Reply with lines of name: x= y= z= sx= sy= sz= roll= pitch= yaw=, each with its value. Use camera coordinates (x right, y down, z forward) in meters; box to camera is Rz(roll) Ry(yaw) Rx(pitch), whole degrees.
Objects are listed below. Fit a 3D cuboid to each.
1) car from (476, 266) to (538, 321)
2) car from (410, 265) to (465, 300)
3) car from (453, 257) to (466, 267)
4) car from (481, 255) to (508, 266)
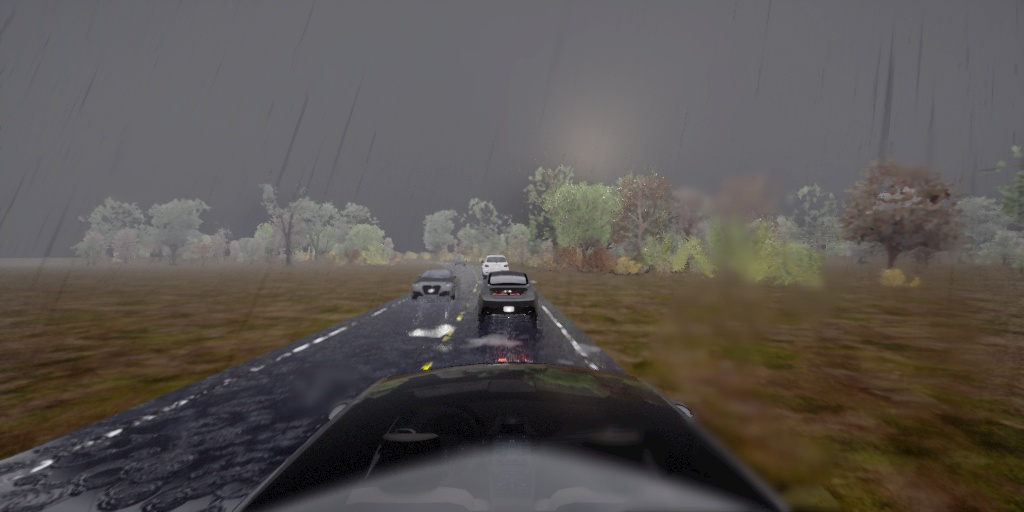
car: x=-0.180 y=1.254 z=12.556 sx=1.837 sy=1.490 sz=4.892 roll=0 pitch=0 yaw=-2
car: x=-3.624 y=1.318 z=17.653 sx=1.994 sy=1.385 sz=4.181 roll=0 pitch=0 yaw=-3
car: x=-8.590 y=0.914 z=58.530 sx=1.837 sy=1.490 sz=4.892 roll=0 pitch=0 yaw=-11
car: x=-1.538 y=0.971 z=31.943 sx=2.150 sy=2.045 sz=5.566 roll=0 pitch=0 yaw=-6
